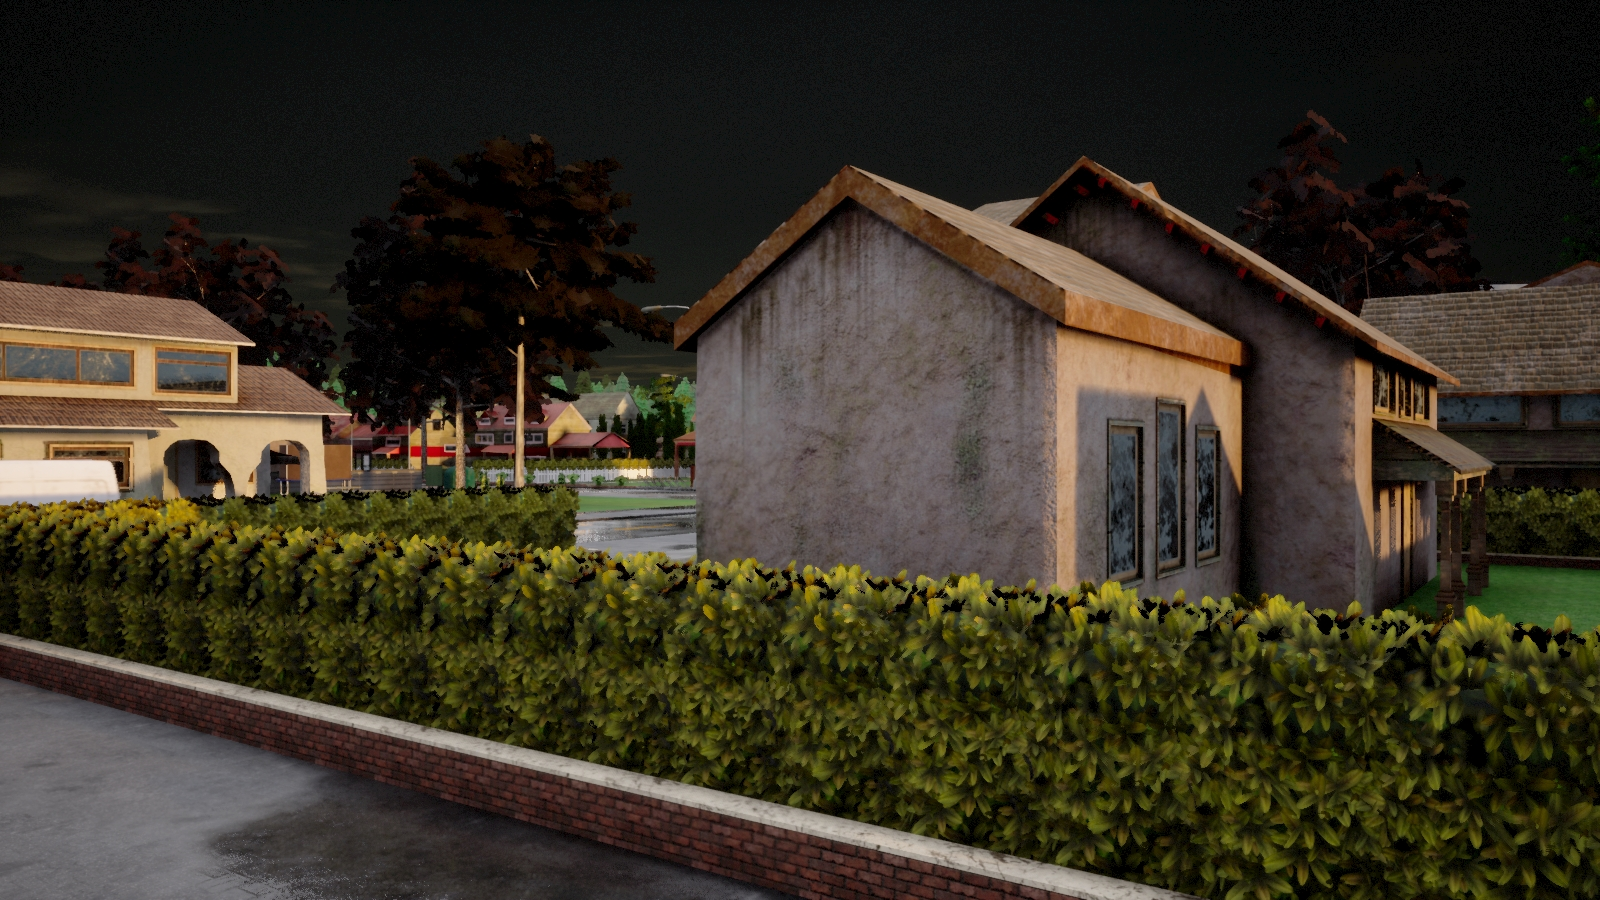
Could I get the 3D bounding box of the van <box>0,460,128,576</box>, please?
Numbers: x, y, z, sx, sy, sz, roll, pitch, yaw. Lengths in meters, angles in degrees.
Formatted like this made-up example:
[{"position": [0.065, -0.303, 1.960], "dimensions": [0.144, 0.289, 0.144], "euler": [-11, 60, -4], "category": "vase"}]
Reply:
[{"position": [-18.786, 1.523, 25.802], "dimensions": [1.988, 2.561, 5.915], "euler": [0, 0, 35], "category": "van"}]
